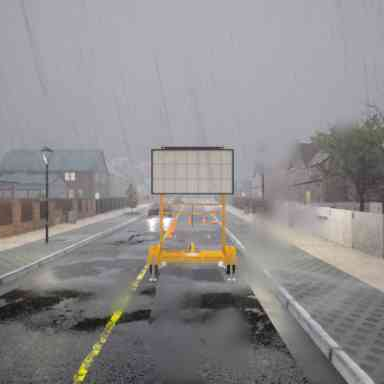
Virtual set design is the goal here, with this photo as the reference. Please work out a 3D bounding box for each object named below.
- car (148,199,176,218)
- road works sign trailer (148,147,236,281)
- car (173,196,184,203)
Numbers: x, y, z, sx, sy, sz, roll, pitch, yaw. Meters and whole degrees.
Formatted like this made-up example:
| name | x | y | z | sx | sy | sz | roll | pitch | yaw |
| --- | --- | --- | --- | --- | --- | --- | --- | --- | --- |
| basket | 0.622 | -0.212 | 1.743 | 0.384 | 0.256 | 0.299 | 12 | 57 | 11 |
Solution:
| name | x | y | z | sx | sy | sz | roll | pitch | yaw |
| --- | --- | --- | --- | --- | --- | --- | --- | --- | --- |
| car | -2.840 | 1.609 | 30.407 | 1.994 | 1.385 | 4.181 | 0 | 0 | 0 |
| road works sign trailer | 0.016 | 0.471 | 9.851 | 2.380 | 3.560 | 2.880 | 0 | 0 | 0 |
| car | -2.730 | 1.534 | 66.297 | 2.097 | 1.767 | 4.553 | 0 | 0 | 0 |
